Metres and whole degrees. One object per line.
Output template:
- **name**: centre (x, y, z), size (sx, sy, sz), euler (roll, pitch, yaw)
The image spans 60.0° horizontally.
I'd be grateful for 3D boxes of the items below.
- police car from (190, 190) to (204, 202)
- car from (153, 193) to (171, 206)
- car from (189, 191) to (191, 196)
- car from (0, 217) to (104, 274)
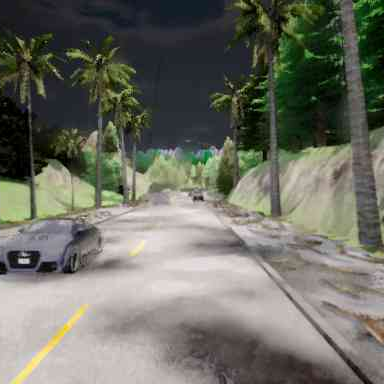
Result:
- **police car**: centre (1.141, 0.911, 59.284), size (1.930, 1.638, 5.238), euler (-2, -1, 0)
- **car**: centre (-4.068, 0.980, 45.095), size (2.097, 1.767, 4.553), euler (0, 0, 0)
- **car**: centre (1.040, 0.601, 69.181), size (2.150, 2.045, 5.566), euler (-3, 0, 1)
- **car**: centre (-4.096, 1.480, 10.089), size (1.994, 1.385, 4.181), euler (0, 0, 0)
